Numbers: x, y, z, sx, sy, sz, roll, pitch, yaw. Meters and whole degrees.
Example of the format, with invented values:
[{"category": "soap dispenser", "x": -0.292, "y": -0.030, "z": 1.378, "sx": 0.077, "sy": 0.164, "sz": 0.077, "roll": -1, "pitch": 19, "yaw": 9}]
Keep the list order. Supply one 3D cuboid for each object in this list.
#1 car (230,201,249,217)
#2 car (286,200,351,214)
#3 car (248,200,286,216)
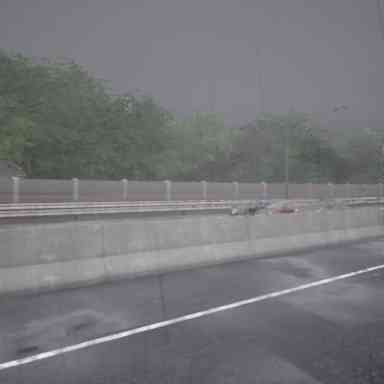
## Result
[{"category": "car", "x": 5.505, "y": 1.476, "z": 29.128, "sx": 4.902, "sy": 1.511, "sz": 2.128, "roll": 0, "pitch": 0, "yaw": -34}, {"category": "car", "x": 9.030, "y": 1.341, "z": 23.058, "sx": 4.553, "sy": 1.767, "sz": 2.097, "roll": 0, "pitch": 0, "yaw": -34}, {"category": "car", "x": 6.927, "y": 1.512, "z": 25.875, "sx": 4.674, "sy": 1.442, "sz": 1.812, "roll": 0, "pitch": 0, "yaw": -34}]
